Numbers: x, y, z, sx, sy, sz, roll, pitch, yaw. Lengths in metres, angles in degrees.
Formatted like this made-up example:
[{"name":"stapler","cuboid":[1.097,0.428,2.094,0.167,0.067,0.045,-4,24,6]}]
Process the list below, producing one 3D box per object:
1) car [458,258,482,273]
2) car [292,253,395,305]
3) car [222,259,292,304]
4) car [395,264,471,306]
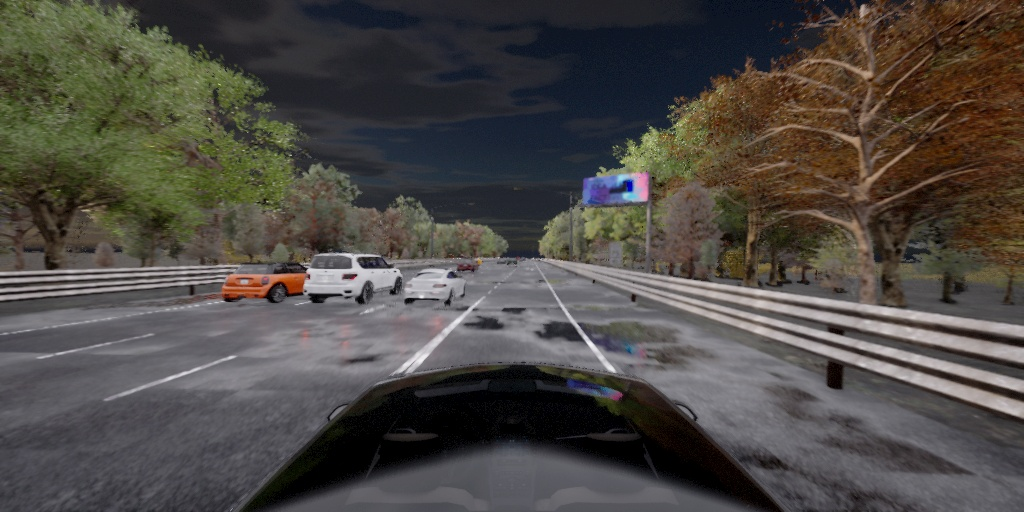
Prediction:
[{"name":"car","cuboid":[-5.241,1.047,43.319,2.097,1.767,4.553,0,0,3]},{"name":"car","cuboid":[-6.682,0.914,15.776,2.150,2.045,5.566,0,0,3]},{"name":"car","cuboid":[-10.179,1.014,15.909,2.097,1.767,4.553,0,0,3]},{"name":"car","cuboid":[-3.201,1.247,15.488,1.812,1.442,4.674,0,0,3]}]
